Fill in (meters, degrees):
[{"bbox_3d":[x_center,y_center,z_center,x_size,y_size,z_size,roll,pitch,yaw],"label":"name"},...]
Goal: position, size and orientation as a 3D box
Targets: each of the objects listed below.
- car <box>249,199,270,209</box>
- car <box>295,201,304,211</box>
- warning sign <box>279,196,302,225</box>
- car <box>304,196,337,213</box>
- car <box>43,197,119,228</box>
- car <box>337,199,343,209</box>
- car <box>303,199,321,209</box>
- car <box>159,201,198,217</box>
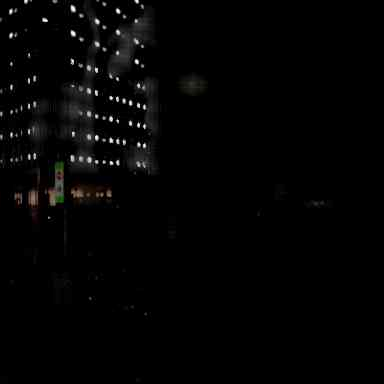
[{"bbox_3d":[10.398,1.814,51.030,1.882,1.535,5.008,0,-1,33],"label":"car"},{"bbox_3d":[14.118,1.892,44.697,1.895,1.301,4.718,0,0,33],"label":"car"},{"bbox_3d":[6.804,1.246,22.976,1.300,1.860,1.060,0,0,34],"label":"warning sign"},{"bbox_3d":[16.401,1.495,42.254,2.150,2.045,5.566,0,0,34],"label":"car"},{"bbox_3d":[-7.812,1.355,24.113,2.150,2.045,5.566,0,-1,34],"label":"car"},{"bbox_3d":[21.914,1.810,51.071,1.882,1.535,5.008,0,0,31],"label":"car"},{"bbox_3d":[19.136,1.871,52.758,1.812,1.442,4.674,0,0,31],"label":"car"},{"bbox_3d":[-1.288,1.707,33.656,1.837,1.490,4.892,0,1,34],"label":"car"}]
